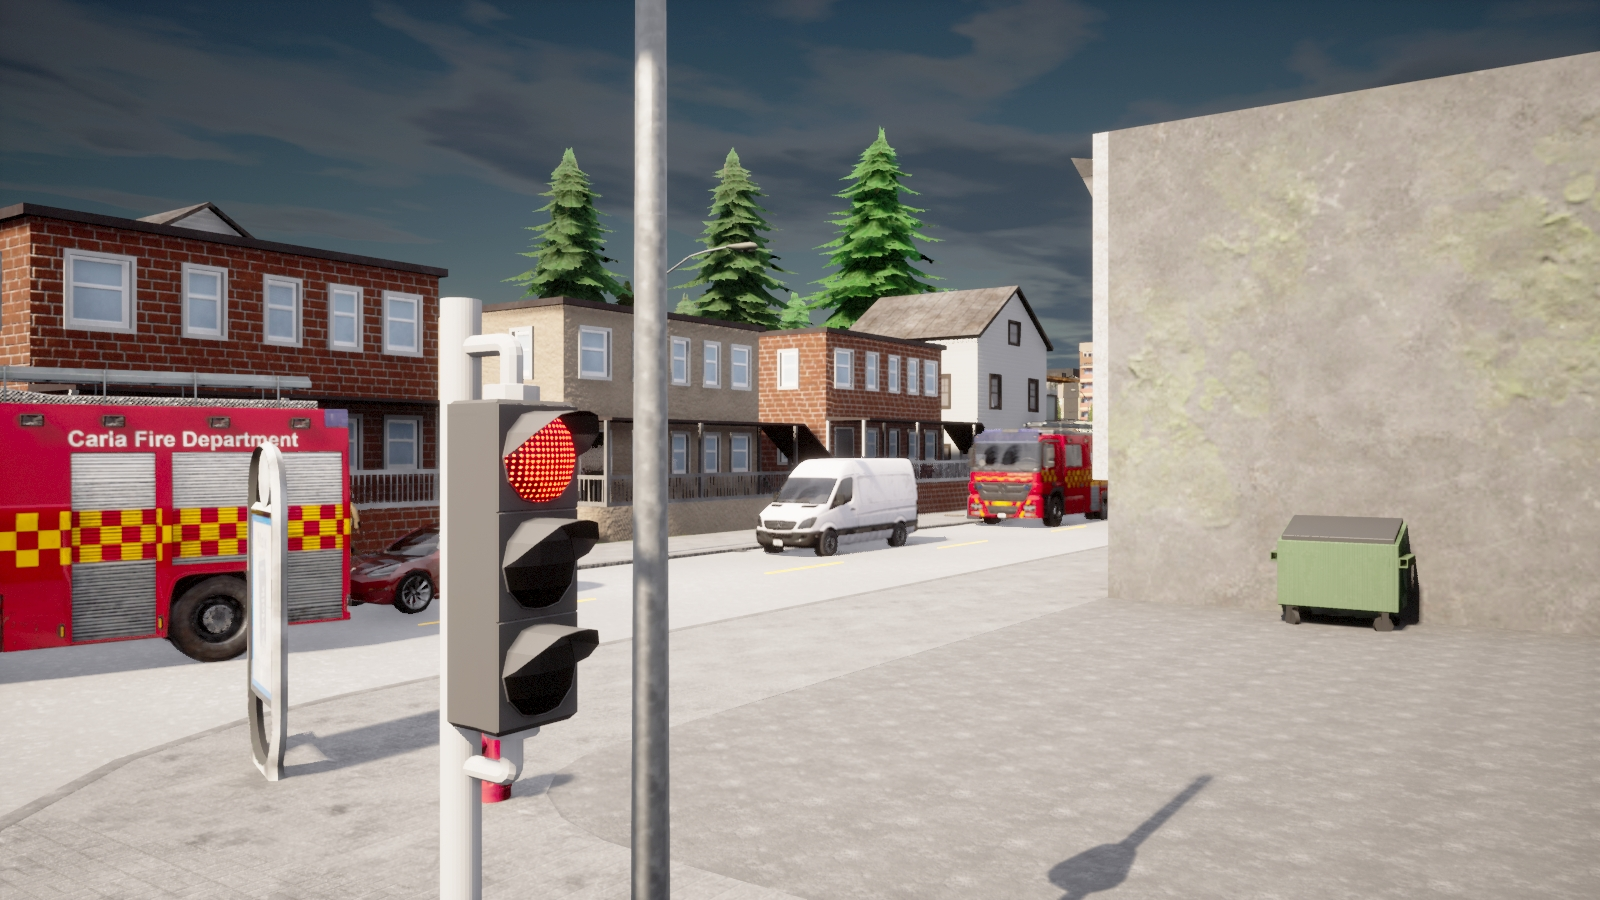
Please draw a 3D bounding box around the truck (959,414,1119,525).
[{"bbox_3d":[9.353,0.663,43.816,2.891,3.827,8.468,0,0,35],"label":"truck"}]

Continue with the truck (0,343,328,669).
[{"bbox_3d":[-10.694,0.661,14.172,8.468,3.827,2.891,0,0,-39],"label":"truck"}]

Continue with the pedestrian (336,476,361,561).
[{"bbox_3d":[-10.037,1.506,25.408,0.375,1.860,0.375,0,0,36],"label":"pedestrian"}]

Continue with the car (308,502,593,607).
[{"bbox_3d":[-6.377,1.835,21.384,2.163,1.488,4.792,0,0,35],"label":"car"}]

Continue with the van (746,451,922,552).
[{"bbox_3d":[1.097,1.307,32.042,1.988,2.561,5.915,0,0,35],"label":"van"}]
